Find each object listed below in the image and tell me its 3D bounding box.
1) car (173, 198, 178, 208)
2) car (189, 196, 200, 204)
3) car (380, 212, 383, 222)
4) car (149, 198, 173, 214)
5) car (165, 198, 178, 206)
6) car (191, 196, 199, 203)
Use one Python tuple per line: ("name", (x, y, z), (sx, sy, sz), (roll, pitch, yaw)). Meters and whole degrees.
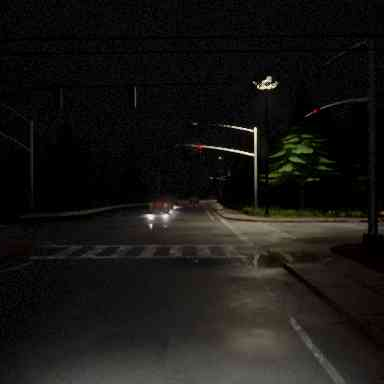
("car", (-3.545, 1.608, 47.061), (2.128, 1.511, 4.902), (0, 0, 0))
("car", (0.388, 1.659, 65.381), (1.812, 1.442, 4.674), (0, 0, 2))
("car", (15.168, 1.474, 22.040), (5.008, 1.535, 1.882), (0, 0, 1))
("car", (-3.572, 1.450, 37.256), (2.097, 1.767, 4.553), (0, 0, 0))
("car", (-3.441, 1.700, 57.060), (1.994, 1.385, 4.181), (0, 0, 1))
("car", (0.719, 1.594, 75.688), (1.837, 1.490, 4.892), (0, 0, 2))
